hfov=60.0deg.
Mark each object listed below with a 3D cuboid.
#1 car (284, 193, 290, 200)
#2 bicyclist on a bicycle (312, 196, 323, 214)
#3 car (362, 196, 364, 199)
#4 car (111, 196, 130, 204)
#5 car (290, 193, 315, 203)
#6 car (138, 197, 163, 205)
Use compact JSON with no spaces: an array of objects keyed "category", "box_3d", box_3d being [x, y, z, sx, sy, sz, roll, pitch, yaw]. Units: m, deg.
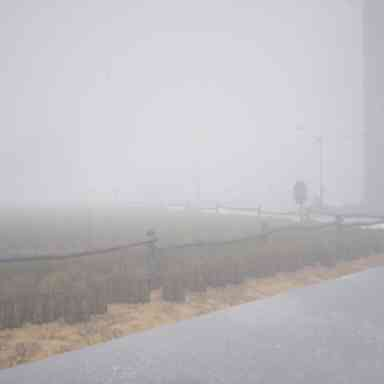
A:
[{"category":"car","box_3d":[24.130,1.048,78.764,1.932,1.855,4.605,0,0,-36]},{"category":"bicyclist on a bicycle","box_3d":[11.308,1.196,30.000,1.656,1.620,0.582,-1,0,-36]},{"category":"car","box_3d":[40.183,1.009,74.094,1.905,1.878,3.866,0,0,-36]},{"category":"car","box_3d":[-11.836,1.437,55.489,1.812,1.442,4.674,0,0,-36]},{"category":"car","box_3d":[20.656,1.274,59.790,2.242,1.667,4.611,0,0,-36]},{"category":"car","box_3d":[-5.918,1.389,47.386,1.882,1.535,5.008,0,0,-35]}]
